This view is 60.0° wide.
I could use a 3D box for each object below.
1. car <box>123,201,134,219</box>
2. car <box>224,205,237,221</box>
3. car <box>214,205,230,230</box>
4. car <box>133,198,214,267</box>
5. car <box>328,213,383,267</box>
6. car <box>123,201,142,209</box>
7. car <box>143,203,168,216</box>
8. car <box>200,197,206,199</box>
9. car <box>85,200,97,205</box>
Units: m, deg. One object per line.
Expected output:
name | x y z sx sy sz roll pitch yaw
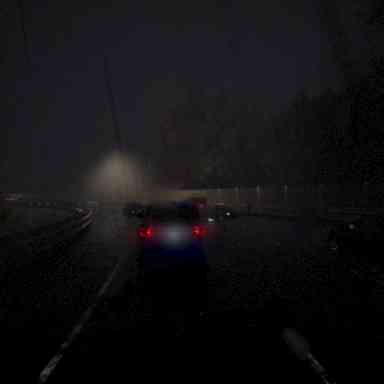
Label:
car | -5.823 1.946 33.837 2.033 1.411 5.357 0 -1 -19
car | 2.528 1.902 30.883 1.994 1.385 4.181 0 -1 -19
car | 0.806 1.816 22.822 1.994 1.385 4.181 0 -1 -12
car | -0.841 1.361 12.167 2.150 2.045 5.566 0 -1 -7
car | 6.313 1.449 10.784 2.097 1.767 4.553 0 -1 -5
car | -10.673 2.269 59.390 1.994 1.385 4.181 0 -1 -32
car | -4.428 2.024 39.841 1.994 1.385 4.181 0 -1 -21
car | 0.063 1.645 38.027 2.150 2.045 5.566 0 -1 -20
car | -24.314 2.575 79.885 1.895 1.301 4.718 0 -1 -32
